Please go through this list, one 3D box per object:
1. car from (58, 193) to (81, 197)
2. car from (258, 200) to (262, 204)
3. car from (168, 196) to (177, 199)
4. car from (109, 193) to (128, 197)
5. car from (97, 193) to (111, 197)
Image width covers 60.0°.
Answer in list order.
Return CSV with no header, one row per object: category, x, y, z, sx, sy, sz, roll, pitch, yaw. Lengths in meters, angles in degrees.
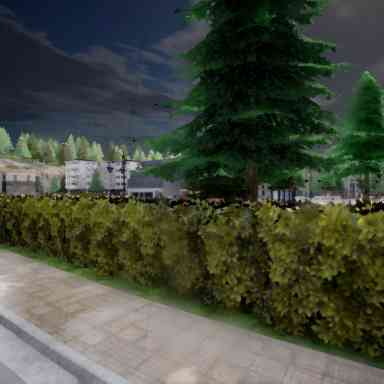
car,-28.382,1.154,79.442,2.152,1.636,5.027,0,0,43
car,9.644,1.352,44.205,2.097,1.767,4.553,0,0,43
car,-3.305,1.374,56.063,1.845,1.501,3.633,0,0,43
car,-10.572,1.384,52.725,1.970,1.475,3.806,0,0,43
car,-16.701,1.097,68.943,1.932,1.855,4.605,0,0,43
